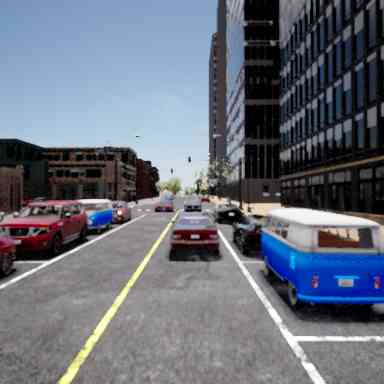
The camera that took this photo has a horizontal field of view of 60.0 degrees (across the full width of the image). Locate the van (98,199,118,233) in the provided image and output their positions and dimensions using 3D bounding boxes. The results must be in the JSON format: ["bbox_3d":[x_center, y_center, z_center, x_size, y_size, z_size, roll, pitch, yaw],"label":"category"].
[{"bbox_3d":[-5.678,1.315,18.948,1.690,1.788,3.998,1,0,0],"label":"van"}]

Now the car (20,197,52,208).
[{"bbox_3d":[-24.974,1.656,53.328,4.097,1.590,1.967,-1,0,1],"label":"car"}]

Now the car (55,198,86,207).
[{"bbox_3d":[-19.426,1.730,53.257,4.313,1.339,1.947,-1,0,1],"label":"car"}]

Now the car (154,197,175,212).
[{"bbox_3d":[-3.006,1.551,37.031,1.994,1.385,4.181,0,0,0],"label":"car"}]

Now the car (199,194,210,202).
[{"bbox_3d":[2.693,1.351,68.131,1.967,1.590,4.097,1,0,0],"label":"car"}]

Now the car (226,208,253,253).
[{"bbox_3d":[2.666,1.548,13.251,1.947,1.339,4.313,1,0,0],"label":"car"}]

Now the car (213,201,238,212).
[{"bbox_3d":[2.664,1.533,24.540,1.947,1.339,4.313,1,0,0],"label":"car"}]

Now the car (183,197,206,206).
[{"bbox_3d":[0.098,1.502,33.879,2.033,1.411,5.357,0,0,0],"label":"car"}]

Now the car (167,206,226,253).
[{"bbox_3d":[0.099,1.528,13.540,2.033,1.411,5.357,0,0,0],"label":"car"}]

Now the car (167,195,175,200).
[{"bbox_3d":[-5.692,1.465,90.282,1.802,1.307,4.206,1,0,0],"label":"car"}]

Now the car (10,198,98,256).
[{"bbox_3d":[-5.677,1.297,13.304,2.192,1.841,5.009,1,0,0],"label":"car"}]

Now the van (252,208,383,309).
[{"bbox_3d":[2.670,1.331,7.607,1.690,1.788,3.998,1,0,0],"label":"van"}]

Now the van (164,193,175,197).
[{"bbox_3d":[-5.687,1.238,79.213,1.690,1.788,3.998,1,0,0],"label":"van"}]

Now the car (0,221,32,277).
[{"bbox_3d":[-5.681,1.571,7.661,1.802,1.307,4.206,1,0,0],"label":"car"}]

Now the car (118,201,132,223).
[{"bbox_3d":[-5.681,1.406,24.593,1.967,1.590,4.097,1,0,0],"label":"car"}]

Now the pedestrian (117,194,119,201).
[{"bbox_3d":[-12.552,1.282,56.123,0.375,1.860,0.375,0,0,1],"label":"pedestrian"}]
